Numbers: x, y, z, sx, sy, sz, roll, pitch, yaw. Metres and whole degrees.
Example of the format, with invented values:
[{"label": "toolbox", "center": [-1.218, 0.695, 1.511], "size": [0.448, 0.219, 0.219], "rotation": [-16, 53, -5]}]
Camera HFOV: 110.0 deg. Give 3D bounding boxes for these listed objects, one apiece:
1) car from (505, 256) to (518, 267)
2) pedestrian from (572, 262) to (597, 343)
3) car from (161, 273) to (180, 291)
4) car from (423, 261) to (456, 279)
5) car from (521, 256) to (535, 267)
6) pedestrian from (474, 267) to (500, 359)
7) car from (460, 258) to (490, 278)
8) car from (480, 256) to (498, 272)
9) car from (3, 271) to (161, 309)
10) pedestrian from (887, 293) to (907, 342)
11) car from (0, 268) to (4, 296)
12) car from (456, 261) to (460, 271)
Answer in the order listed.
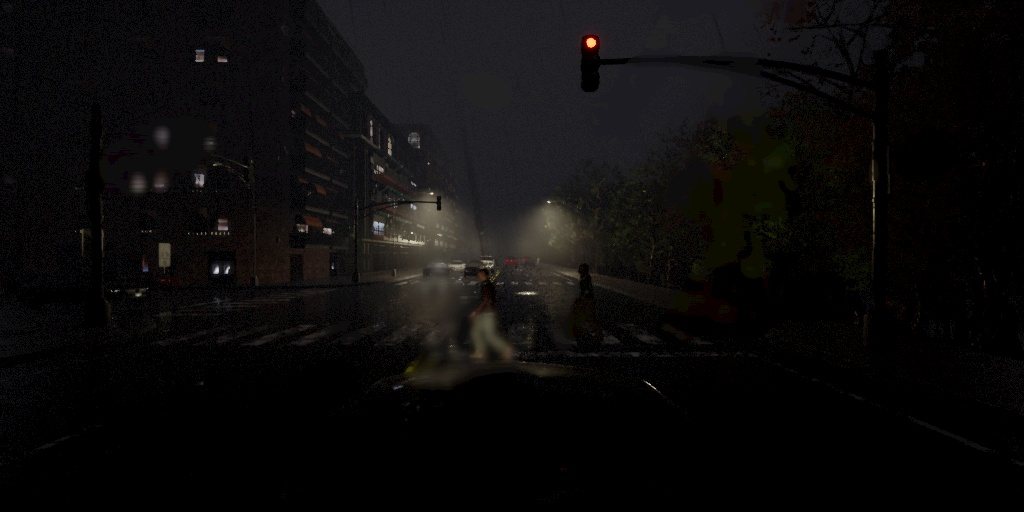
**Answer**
[{"label": "car", "center": [-0.122, 0.988, 64.381], "size": [2.150, 2.045, 5.566], "rotation": [0, 0, 0]}, {"label": "pedestrian", "center": [1.651, 1.044, 8.157], "size": [0.375, 1.860, 0.375], "rotation": [0, 0, 0]}, {"label": "car", "center": [-22.820, 1.593, 21.936], "size": [4.207, 1.307, 1.802], "rotation": [0, 0, -1]}, {"label": "car", "center": [-6.664, 1.353, 32.706], "size": [1.895, 1.301, 4.718], "rotation": [0, 0, 0]}, {"label": "car", "center": [3.128, 1.244, 64.358], "size": [1.882, 1.535, 5.008], "rotation": [0, 0, 0]}, {"label": "pedestrian", "center": [-0.469, 1.044, 6.857], "size": [0.375, 1.860, 0.375], "rotation": [0, 0, 0]}, {"label": "car", "center": [-3.410, 1.230, 34.225], "size": [1.882, 1.535, 5.008], "rotation": [0, 0, 0]}, {"label": "car", "center": [-3.434, 0.979, 47.747], "size": [2.150, 2.045, 5.566], "rotation": [0, 0, 0]}, {"label": "car", "center": [-19.089, 1.497, 16.081], "size": [4.674, 1.442, 1.812], "rotation": [-1, 0, 0]}, {"label": "pedestrian", "center": [8.020, 1.271, 7.569], "size": [0.500, 1.100, 0.500], "rotation": [0, 0, 0]}, {"label": "car", "center": [-22.681, 1.335, 13.289], "size": [5.009, 1.841, 2.192], "rotation": [0, 0, -1]}, {"label": "car", "center": [-6.678, 1.282, 43.671], "size": [1.812, 1.442, 4.674], "rotation": [0, 0, 0]}]
